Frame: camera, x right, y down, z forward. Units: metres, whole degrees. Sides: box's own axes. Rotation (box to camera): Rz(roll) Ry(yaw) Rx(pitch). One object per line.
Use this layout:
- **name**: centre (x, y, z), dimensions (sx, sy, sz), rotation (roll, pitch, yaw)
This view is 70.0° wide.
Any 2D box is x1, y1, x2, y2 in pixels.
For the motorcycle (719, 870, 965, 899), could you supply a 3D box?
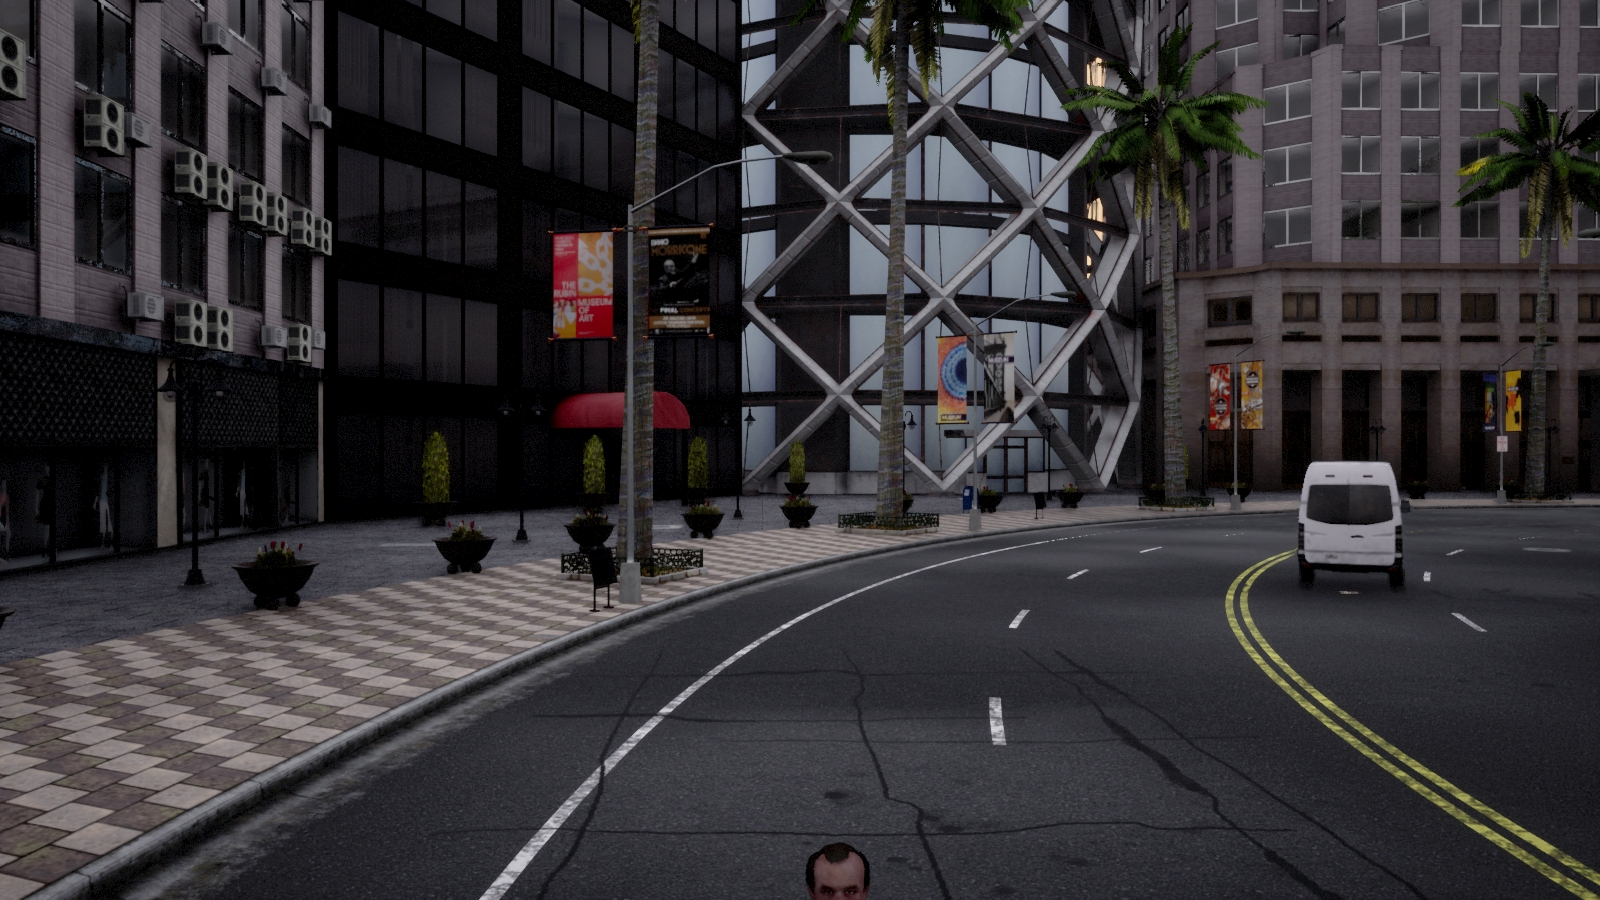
- **motorcycle**: centre (0.124, 2.182, 3.338), dimensions (0.856, 1.236, 1.805), rotation (0, 0, 2)

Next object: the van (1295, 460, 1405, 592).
- **van**: centre (12.415, 1.534, 25.659), dimensions (1.988, 2.561, 5.915), rotation (0, 0, 27)
